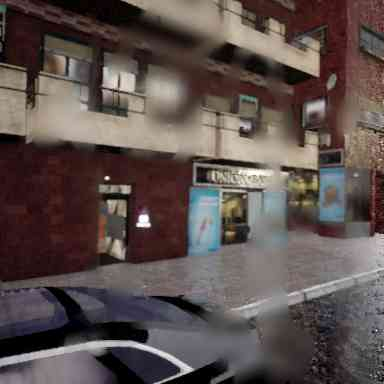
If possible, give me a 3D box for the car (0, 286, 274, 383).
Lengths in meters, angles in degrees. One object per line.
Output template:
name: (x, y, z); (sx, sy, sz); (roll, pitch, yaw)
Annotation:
car: (-1.624, 1.492, 1.907); (4.902, 1.511, 2.128); (0, 0, -35)
